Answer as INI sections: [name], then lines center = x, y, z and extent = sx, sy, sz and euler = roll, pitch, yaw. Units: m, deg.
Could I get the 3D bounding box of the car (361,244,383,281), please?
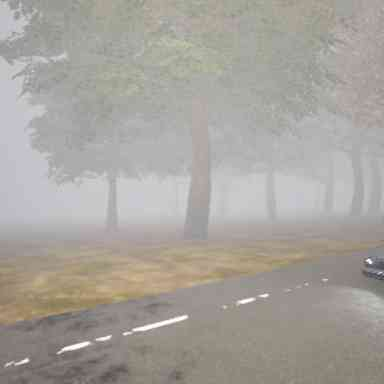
[car]
center = 6.606, 1.514, 8.700
extent = 5.357, 1.411, 2.033
euler = 0, 0, -36
